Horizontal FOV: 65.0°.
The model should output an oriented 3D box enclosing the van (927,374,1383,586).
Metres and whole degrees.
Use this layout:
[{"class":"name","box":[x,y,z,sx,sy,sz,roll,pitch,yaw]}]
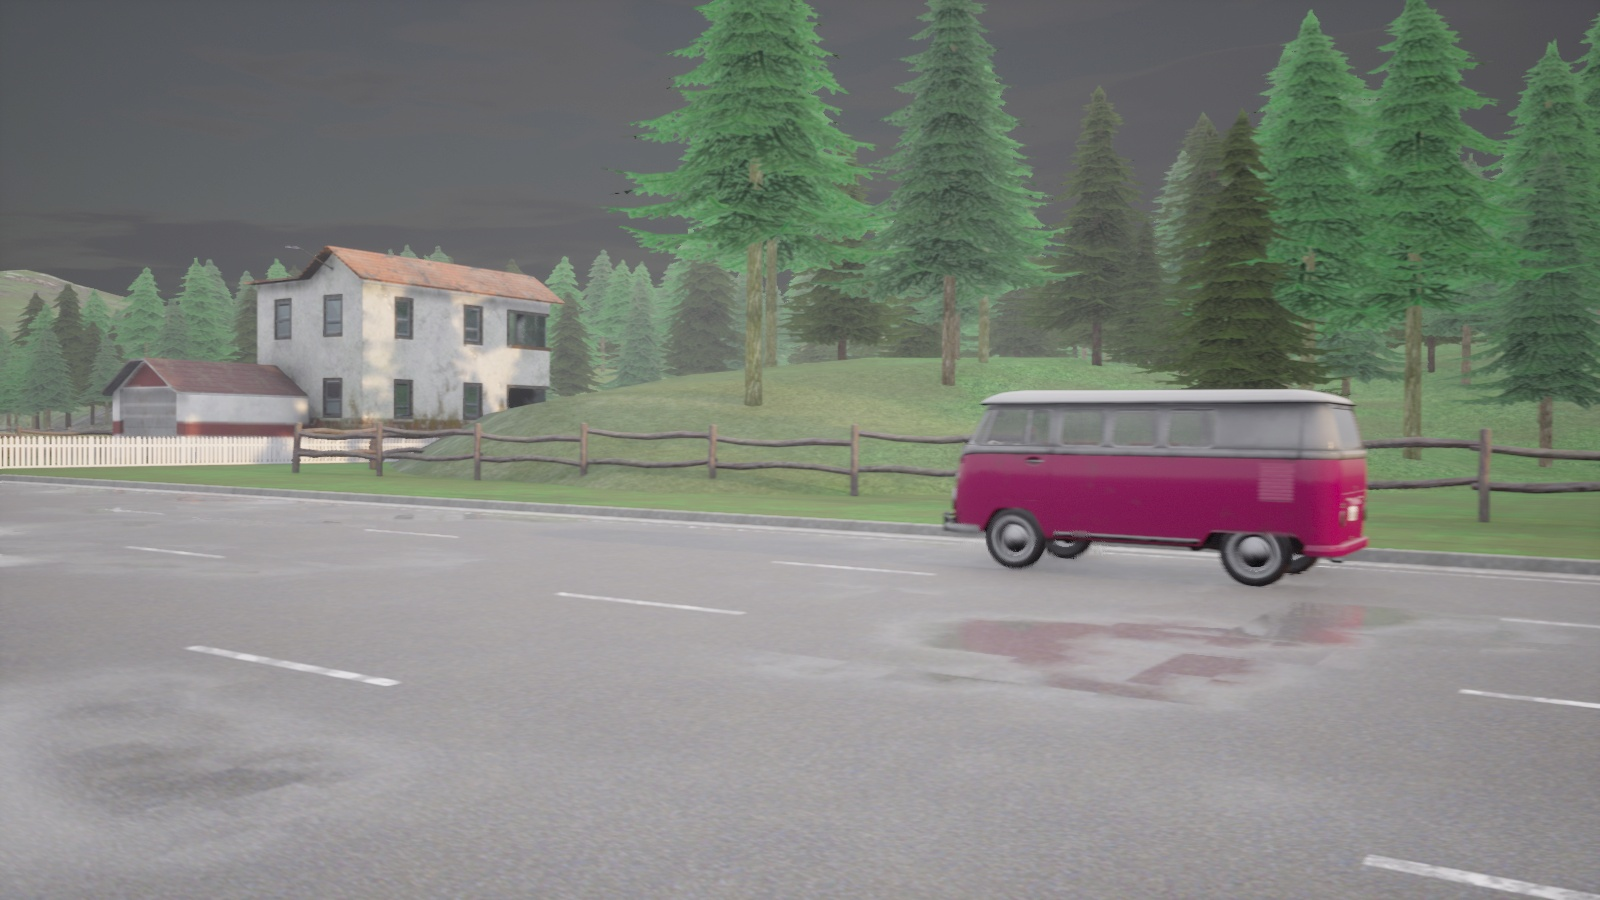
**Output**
[{"class":"van","box":[3.789,0.263,13.706,4.442,1.987,1.775,0,1,34]}]
